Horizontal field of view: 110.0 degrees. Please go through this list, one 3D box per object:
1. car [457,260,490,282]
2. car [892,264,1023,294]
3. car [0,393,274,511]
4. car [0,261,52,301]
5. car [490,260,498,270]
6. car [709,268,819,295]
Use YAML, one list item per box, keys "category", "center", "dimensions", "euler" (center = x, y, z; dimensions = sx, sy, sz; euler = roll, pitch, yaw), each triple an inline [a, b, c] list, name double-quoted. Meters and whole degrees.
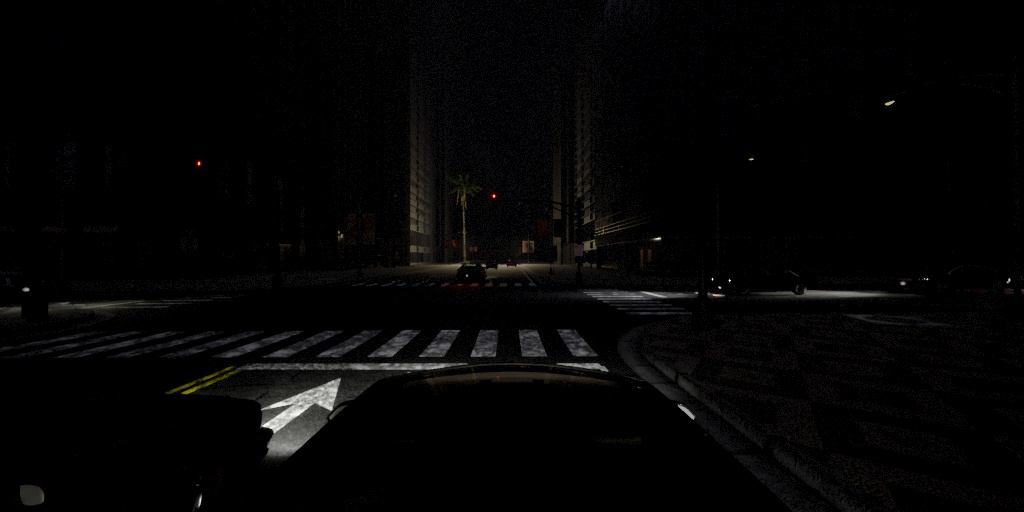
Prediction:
- category: "car"
  center: [-3.329, 1.296, 29.813]
  dimensions: [2.128, 1.511, 4.902]
  euler: [0, 0, 2]
- category: "car"
  center: [22.999, 1.173, 18.886]
  dimensions: [4.902, 1.511, 2.128]
  euler: [0, 0, -1]
- category: "car"
  center: [-3.176, 1.297, 0.693]
  dimensions: [2.033, 1.411, 5.357]
  euler: [0, 0, 4]
- category: "car"
  center: [-22.978, 1.057, 14.933]
  dimensions: [5.566, 2.045, 2.150]
  euler: [0, 0, 0]
- category: "car"
  center: [-3.266, 1.396, 57.967]
  dimensions: [2.128, 1.511, 4.902]
  euler: [0, 0, 0]
- category: "car"
  center: [12.994, 1.315, 18.719]
  dimensions: [4.718, 1.301, 1.895]
  euler: [0, 0, -2]
